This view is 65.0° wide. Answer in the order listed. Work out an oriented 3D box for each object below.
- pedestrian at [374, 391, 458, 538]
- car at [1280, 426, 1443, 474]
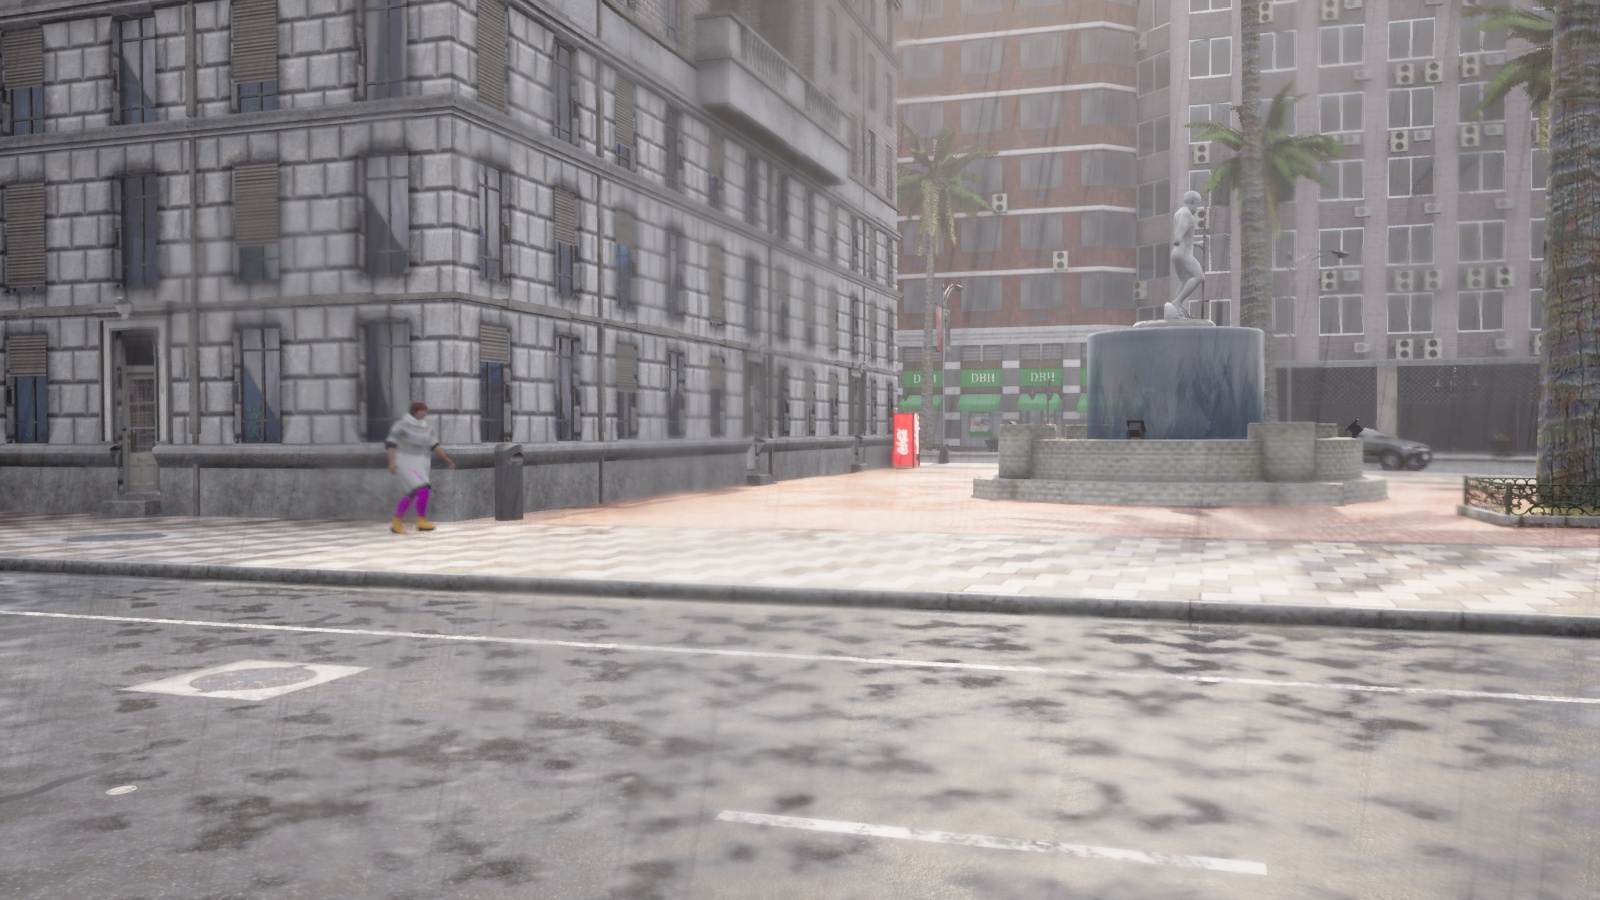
[{"bbox_3d":[-5.256,0.188,17.203,0.873,1.952,0.659,1,1,24],"label":"pedestrian"},{"bbox_3d":[20.505,-0.055,46.037,2.152,1.651,5.027,-1,1,-40],"label":"car"}]
